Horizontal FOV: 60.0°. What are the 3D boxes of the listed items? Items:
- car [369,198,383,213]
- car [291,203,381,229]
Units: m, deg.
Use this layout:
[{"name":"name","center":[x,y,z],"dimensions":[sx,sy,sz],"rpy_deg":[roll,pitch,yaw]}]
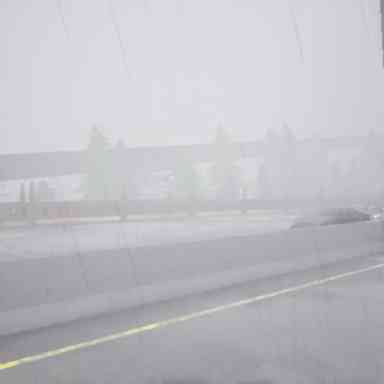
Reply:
[{"name":"car","center":[20.338,1.445,35.620],"dimensions":[4.902,1.511,2.128],"rpy_deg":[0,0,-35]},{"name":"car","center":[7.740,1.526,18.063],"dimensions":[5.357,1.411,2.033],"rpy_deg":[0,0,-35]}]
